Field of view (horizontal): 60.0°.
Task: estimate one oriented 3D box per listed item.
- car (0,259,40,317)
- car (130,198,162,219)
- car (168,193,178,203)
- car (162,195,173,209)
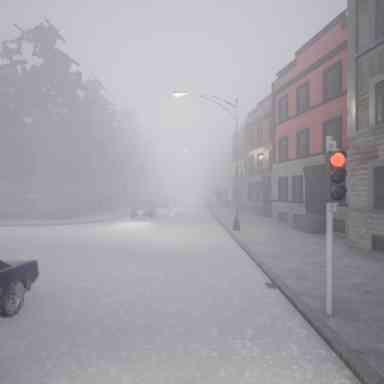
[{"bbox_3d":[-4.102,1.601,4.688,1.895,1.301,4.718,0,0,0],"label":"car"},{"bbox_3d":[-4.115,1.491,28.925,2.128,1.511,4.902,0,0,0],"label":"car"},{"bbox_3d":[-4.035,1.217,67.281,2.150,2.045,5.566,0,0,0],"label":"car"},{"bbox_3d":[-4.123,1.547,45.795,2.033,1.411,5.357,0,0,0],"label":"car"}]
